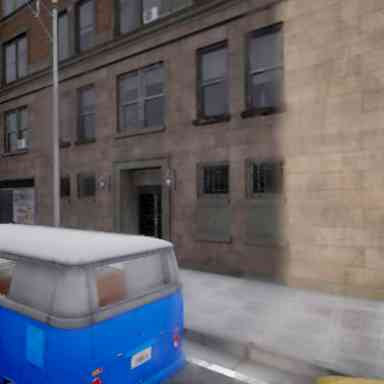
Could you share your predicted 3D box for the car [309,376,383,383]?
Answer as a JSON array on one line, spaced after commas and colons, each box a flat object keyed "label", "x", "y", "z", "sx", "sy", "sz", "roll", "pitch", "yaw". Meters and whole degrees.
[{"label": "car", "x": 2.486, "y": 1.515, "z": 1.083, "sx": 4.829, "sy": 1.417, "sz": 1.752, "roll": 0, "pitch": -1, "yaw": 36}]

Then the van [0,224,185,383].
[{"label": "van", "x": -1.994, "y": 1.367, "z": 4.281, "sx": 3.998, "sy": 1.788, "sz": 1.690, "roll": 0, "pitch": -1, "yaw": 36}]
